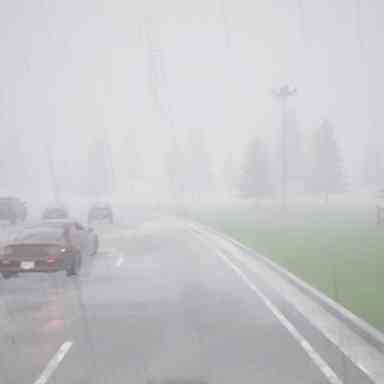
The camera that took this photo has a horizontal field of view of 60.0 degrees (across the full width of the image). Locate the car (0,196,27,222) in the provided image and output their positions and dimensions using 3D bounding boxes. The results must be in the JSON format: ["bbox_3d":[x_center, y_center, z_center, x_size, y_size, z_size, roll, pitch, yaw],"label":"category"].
[{"bbox_3d":[-14.054,1.351,25.060,2.150,2.045,5.566,0,0,-16],"label":"car"}]

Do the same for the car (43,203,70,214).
[{"bbox_3d":[-11.165,1.634,27.475,1.812,1.442,4.674,0,0,-17],"label":"car"}]

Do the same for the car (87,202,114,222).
[{"bbox_3d":[-7.282,1.569,26.578,2.128,1.511,4.902,0,0,-15],"label":"car"}]

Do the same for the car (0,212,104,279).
[{"bbox_3d":[-4.127,1.566,10.193,1.812,1.442,4.674,0,0,-6],"label":"car"}]
